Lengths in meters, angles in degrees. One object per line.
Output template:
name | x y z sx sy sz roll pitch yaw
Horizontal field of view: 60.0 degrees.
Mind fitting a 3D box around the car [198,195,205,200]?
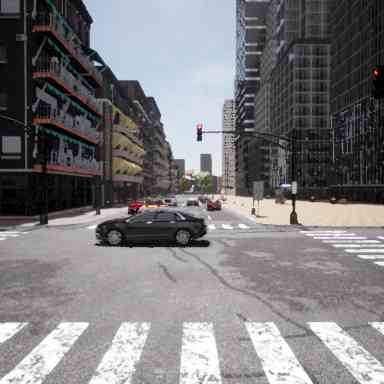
car | 2.706 1.534 92.119 1.752 1.417 4.829 -1 0 0

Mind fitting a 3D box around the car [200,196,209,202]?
car | 2.696 1.547 75.002 1.887 1.381 4.507 -1 0 0

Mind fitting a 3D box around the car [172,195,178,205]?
car | -3.060 1.543 49.306 2.033 1.411 5.357 0 0 0

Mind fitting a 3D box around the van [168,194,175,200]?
van | -5.644 1.349 91.896 1.690 1.788 3.998 -1 0 0

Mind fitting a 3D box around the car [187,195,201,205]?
car | 0.144 1.598 56.010 1.895 1.301 4.718 0 0 0

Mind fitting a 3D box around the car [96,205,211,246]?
car | -1.752 1.479 14.746 4.892 1.490 1.837 0 1 0

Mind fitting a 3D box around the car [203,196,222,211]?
car | 2.673 1.540 41.108 1.887 1.381 4.507 -1 0 0

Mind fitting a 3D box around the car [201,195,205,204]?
car | 2.688 1.550 63.704 2.008 1.369 4.403 -1 0 0

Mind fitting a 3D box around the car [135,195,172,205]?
car | -3.081 1.348 27.662 2.097 1.767 4.553 0 0 0

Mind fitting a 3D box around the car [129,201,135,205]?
car | -5.677 1.540 35.407 1.887 1.381 4.507 -1 0 0

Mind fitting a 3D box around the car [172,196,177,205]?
car | -3.072 1.500 37.659 1.837 1.490 4.892 0 0 0
